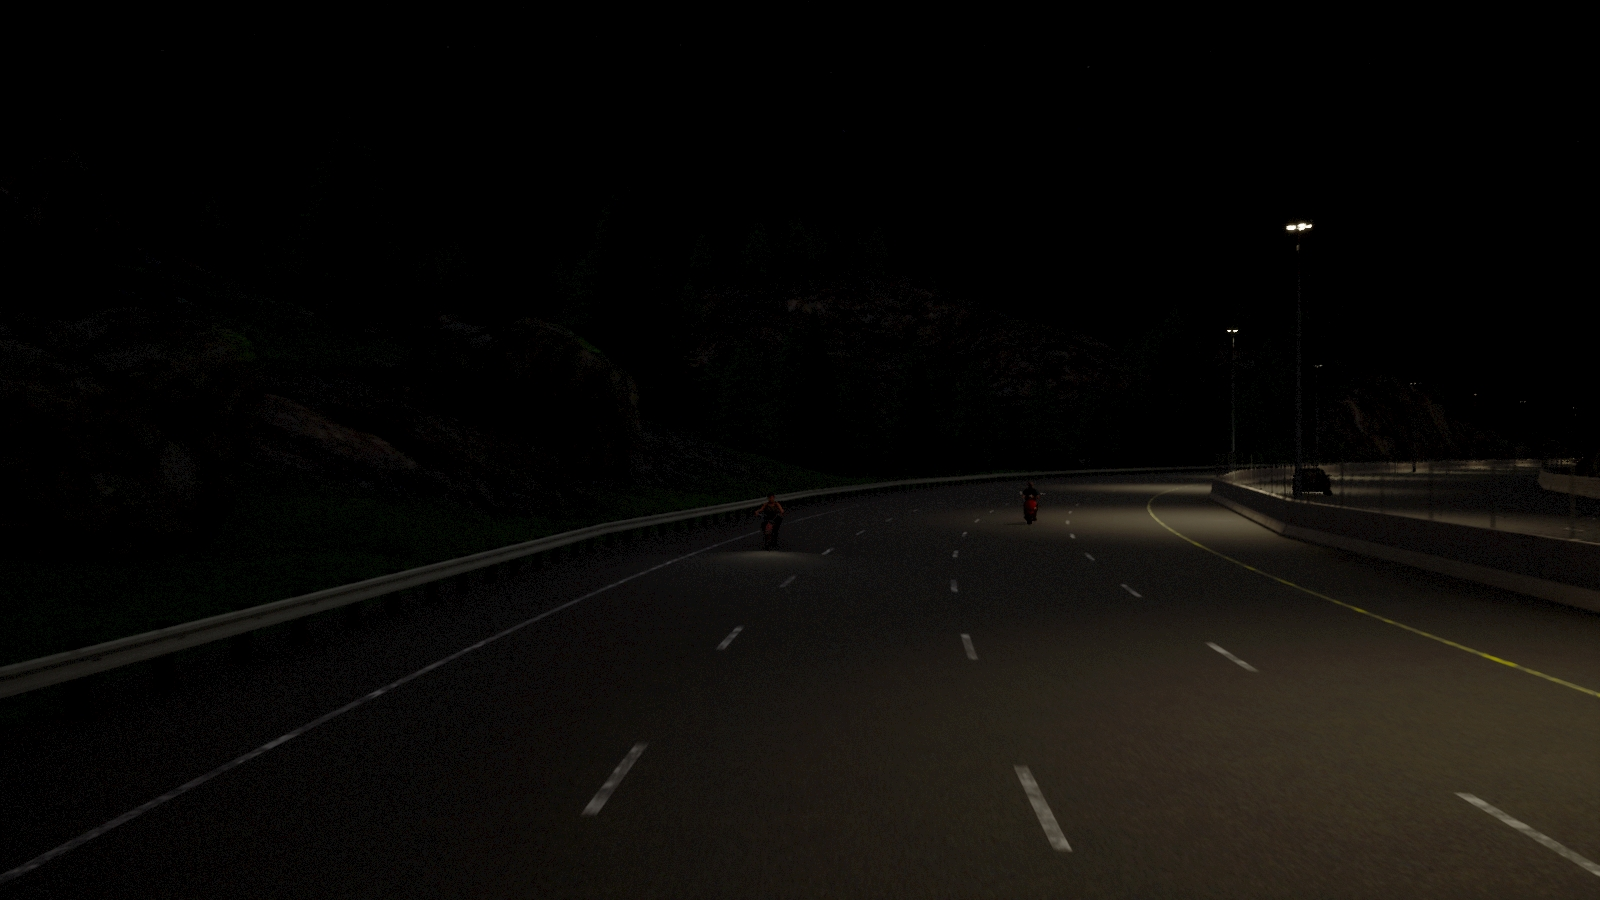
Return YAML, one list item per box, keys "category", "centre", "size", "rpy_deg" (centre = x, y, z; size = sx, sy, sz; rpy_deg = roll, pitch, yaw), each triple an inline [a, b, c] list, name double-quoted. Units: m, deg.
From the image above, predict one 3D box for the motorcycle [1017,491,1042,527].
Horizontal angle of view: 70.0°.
- category: "motorcycle"
  centre: [8.639, 2.191, 43.010]
  size: [0.856, 1.236, 1.805]
  rpy_deg: [2, 0, 11]

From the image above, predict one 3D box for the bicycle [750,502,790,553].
- category: "bicycle"
  centre: [-0.818, 2.147, 31.850]
  size: [0.859, 1.295, 1.487]
  rpy_deg: [0, 0, 9]
